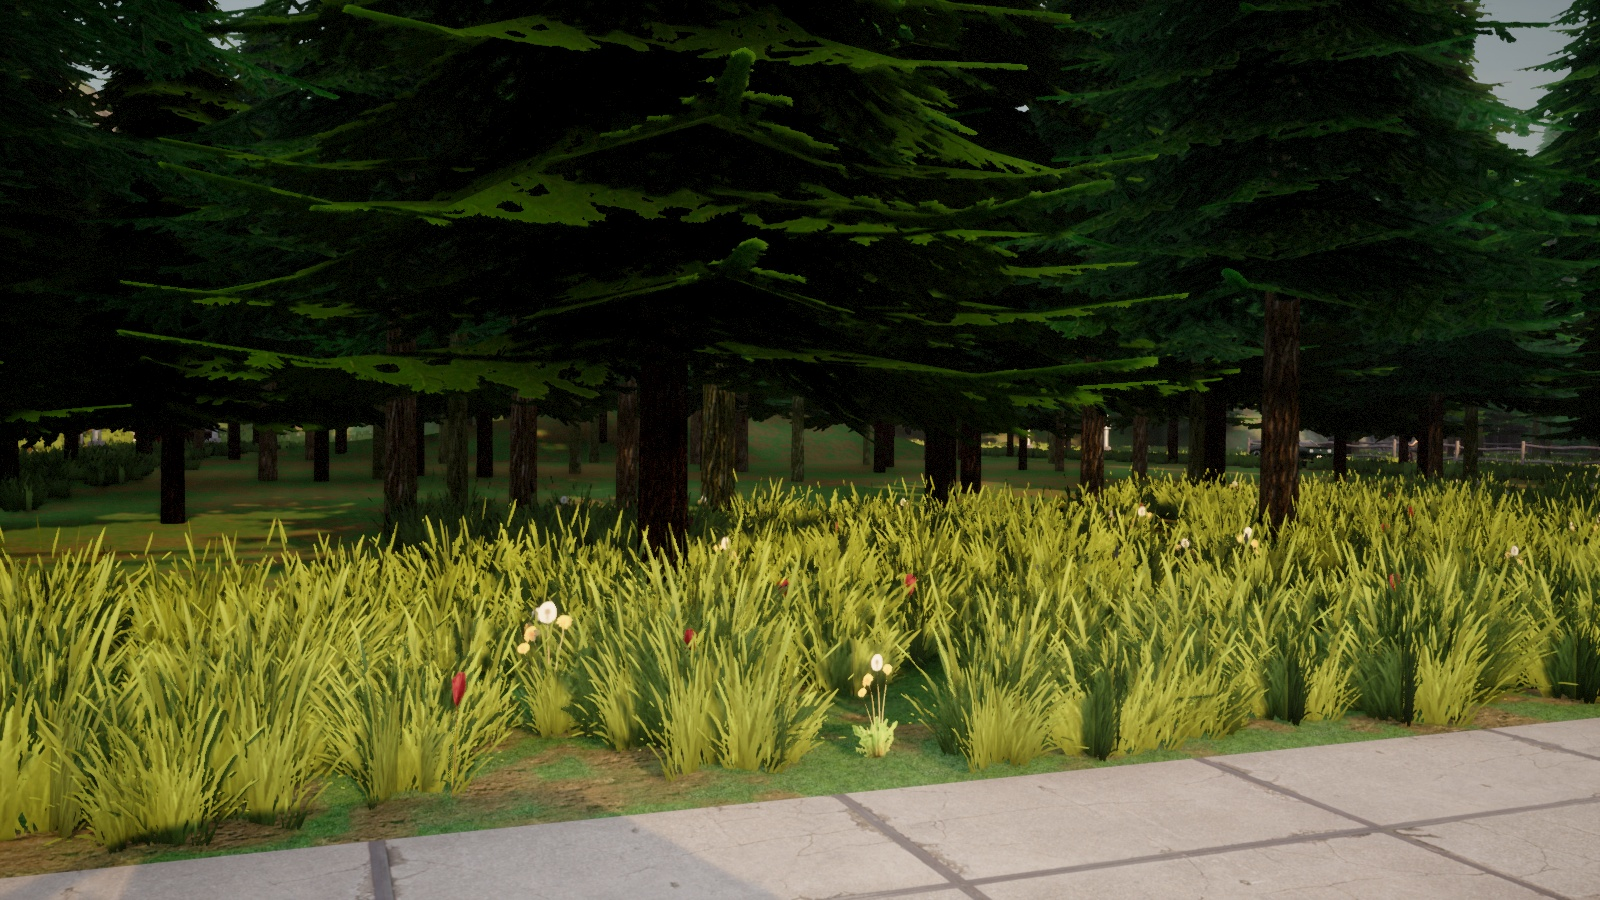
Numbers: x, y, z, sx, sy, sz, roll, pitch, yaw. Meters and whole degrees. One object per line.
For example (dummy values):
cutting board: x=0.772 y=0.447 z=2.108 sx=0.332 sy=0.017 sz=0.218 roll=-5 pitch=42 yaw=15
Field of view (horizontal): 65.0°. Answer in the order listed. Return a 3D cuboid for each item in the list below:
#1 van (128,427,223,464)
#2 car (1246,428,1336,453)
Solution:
van: x=-36.106 y=-0.297 z=72.659 sx=2.069 sy=2.038 sz=4.480 roll=0 pitch=1 yaw=31
car: x=26.716 y=-0.531 z=68.480 sx=1.895 sy=1.301 sz=4.718 roll=-1 pitch=1 yaw=-20
